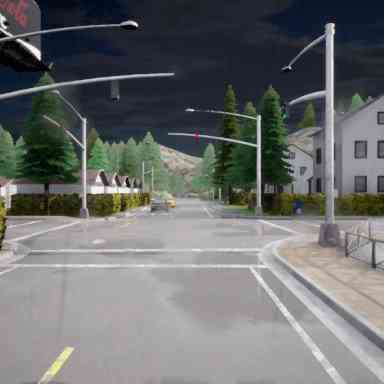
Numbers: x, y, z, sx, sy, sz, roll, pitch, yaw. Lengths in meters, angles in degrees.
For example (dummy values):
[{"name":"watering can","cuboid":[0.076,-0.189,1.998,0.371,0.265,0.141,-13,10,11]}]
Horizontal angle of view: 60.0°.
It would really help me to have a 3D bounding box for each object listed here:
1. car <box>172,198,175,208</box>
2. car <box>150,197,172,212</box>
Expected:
[{"name":"car","cuboid":[-3.585,1.478,48.600,1.882,1.535,5.008,0,0,0]},{"name":"car","cuboid":[-3.583,1.526,38.128,1.812,1.442,4.674,0,0,0]}]
